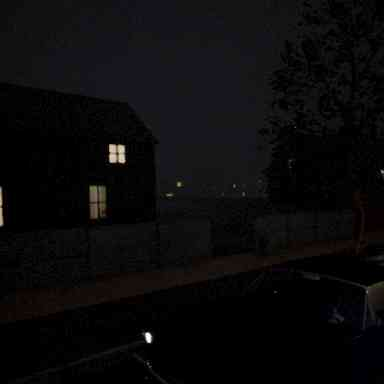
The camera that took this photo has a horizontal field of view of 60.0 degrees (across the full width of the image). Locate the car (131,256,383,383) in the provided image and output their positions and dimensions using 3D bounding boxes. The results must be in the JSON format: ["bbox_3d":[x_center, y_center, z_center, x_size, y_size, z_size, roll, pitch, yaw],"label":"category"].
[{"bbox_3d":[1.651,1.653,4.382,4.718,1.301,1.895,0,-1,-39],"label":"car"}]
